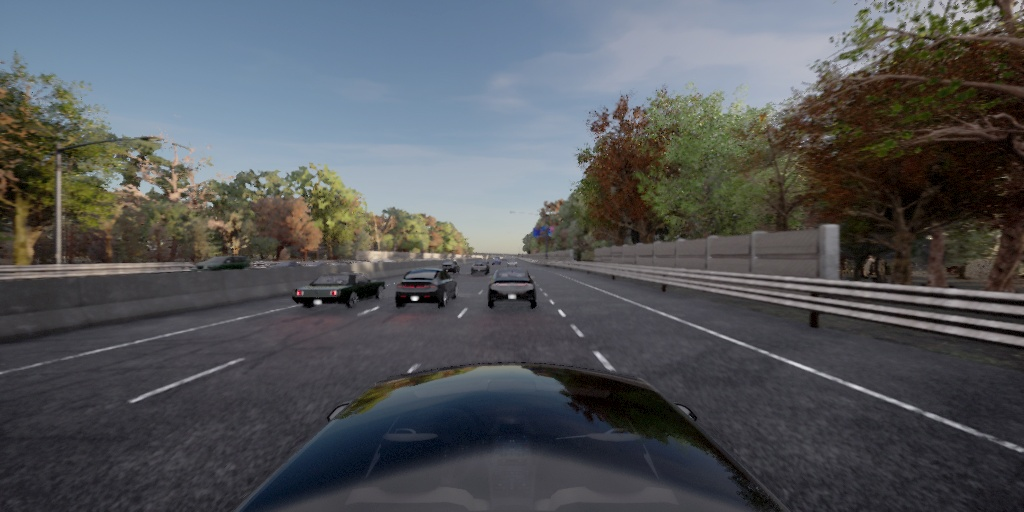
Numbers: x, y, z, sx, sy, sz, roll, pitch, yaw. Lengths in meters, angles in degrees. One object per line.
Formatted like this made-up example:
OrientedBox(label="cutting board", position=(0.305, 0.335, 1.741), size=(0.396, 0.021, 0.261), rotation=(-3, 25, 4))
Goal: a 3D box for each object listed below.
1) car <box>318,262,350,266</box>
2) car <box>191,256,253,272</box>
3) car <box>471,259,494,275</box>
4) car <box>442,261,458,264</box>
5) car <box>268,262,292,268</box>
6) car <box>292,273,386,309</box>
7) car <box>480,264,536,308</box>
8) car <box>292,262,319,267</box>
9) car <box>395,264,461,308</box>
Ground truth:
OrientedBox(label="car", position=(-17.563, 1.370, 36.866), size=(1.994, 1.385, 4.181), rotation=(0, 0, 0))
OrientedBox(label="car", position=(-28.066, 1.023, 34.948), size=(2.150, 2.045, 5.566), rotation=(0, 0, 0))
OrientedBox(label="car", position=(-3.489, 1.303, 40.535), size=(2.128, 1.511, 4.902), rotation=(0, 0, 0))
OrientedBox(label="car", position=(-6.992, 1.318, 40.737), size=(1.837, 1.490, 4.892), rotation=(0, 0, 0))
OrientedBox(label="car", position=(-24.552, 1.356, 39.196), size=(2.033, 1.411, 5.357), rotation=(0, 0, 1))
OrientedBox(label="car", position=(-6.998, 1.372, 15.151), size=(1.895, 1.301, 4.718), rotation=(0, 0, 0))
OrientedBox(label="car", position=(0.006, 1.263, 15.445), size=(2.128, 1.511, 4.902), rotation=(0, 0, 0))
OrientedBox(label="car", position=(-21.055, 1.356, 39.113), size=(2.033, 1.411, 5.357), rotation=(0, 0, 0))
OrientedBox(label="car", position=(-3.496, 1.278, 15.327), size=(1.837, 1.490, 4.892), rotation=(0, 0, 0))
